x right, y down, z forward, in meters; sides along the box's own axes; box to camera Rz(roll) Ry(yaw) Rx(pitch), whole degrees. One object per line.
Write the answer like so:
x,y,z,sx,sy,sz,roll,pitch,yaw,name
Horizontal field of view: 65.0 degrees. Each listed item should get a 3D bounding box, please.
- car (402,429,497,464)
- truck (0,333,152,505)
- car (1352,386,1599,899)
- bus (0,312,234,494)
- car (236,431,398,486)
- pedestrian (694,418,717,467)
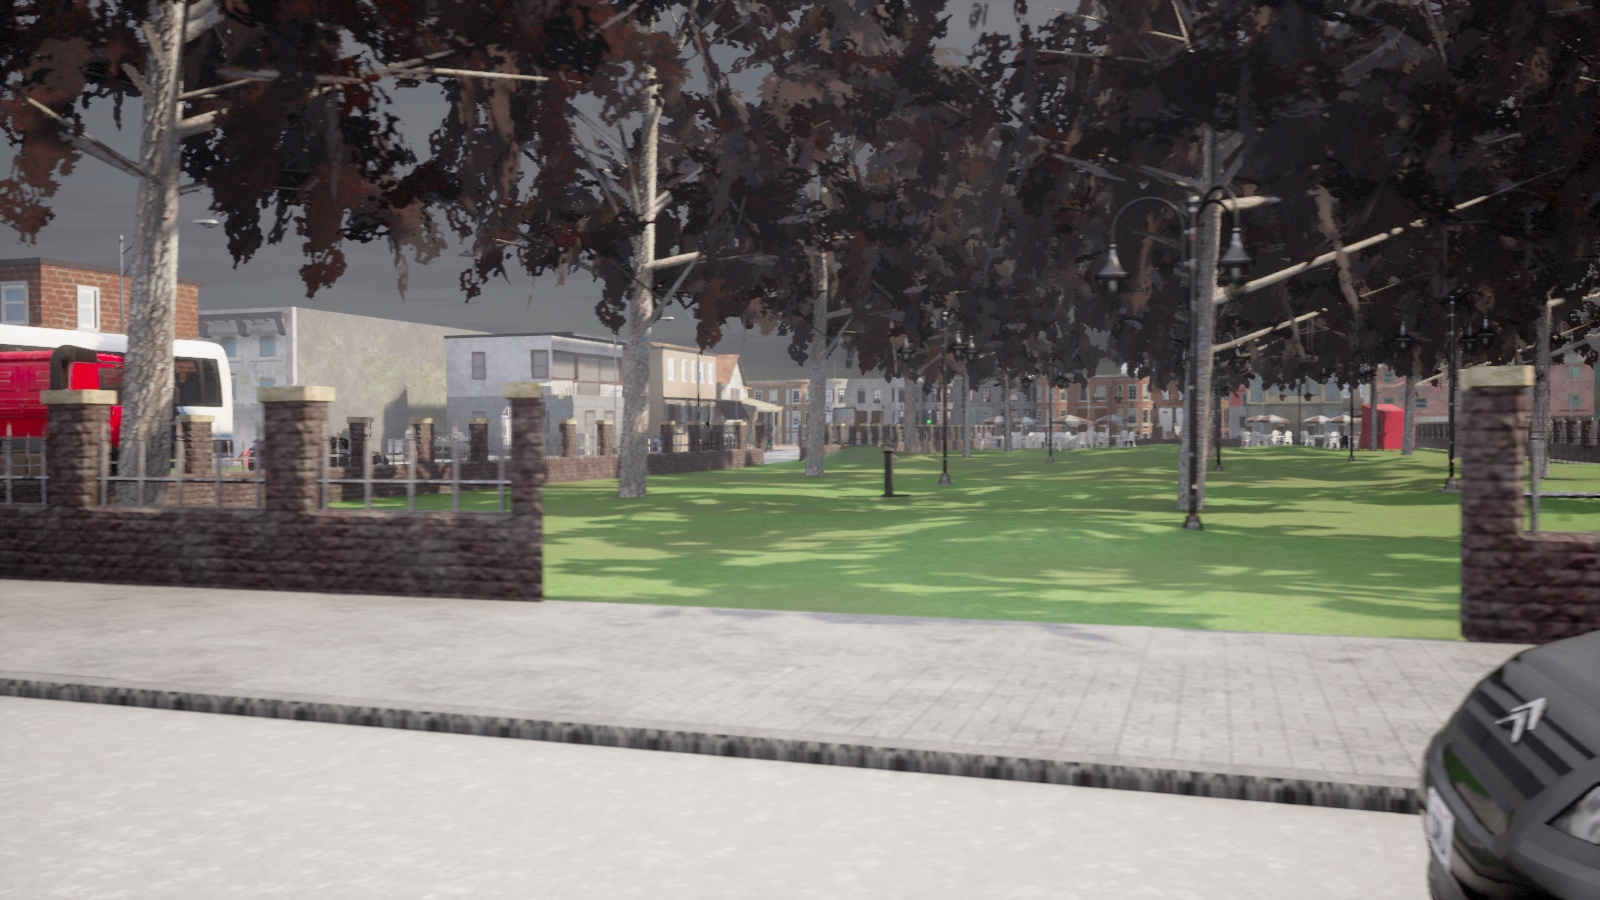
-15.862,-0.174,56.867,3.705,1.549,1.789,0,1,13,car
-17.463,-0.640,25.721,2.891,3.462,7.936,0,1,14,truck
3.438,0.697,2.612,3.988,1.617,1.851,1,1,17,car
-19.830,-1.145,31.968,3.944,4.253,10.273,1,1,19,bus
-13.975,0.185,36.675,1.837,1.490,4.892,0,1,16,car
-3.811,-0.293,50.587,0.659,1.952,0.873,1,1,18,pedestrian
